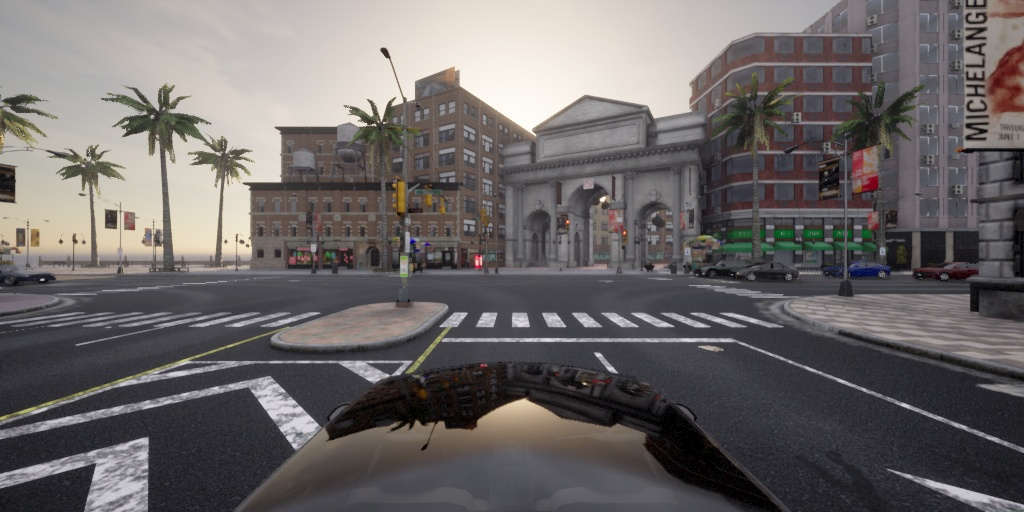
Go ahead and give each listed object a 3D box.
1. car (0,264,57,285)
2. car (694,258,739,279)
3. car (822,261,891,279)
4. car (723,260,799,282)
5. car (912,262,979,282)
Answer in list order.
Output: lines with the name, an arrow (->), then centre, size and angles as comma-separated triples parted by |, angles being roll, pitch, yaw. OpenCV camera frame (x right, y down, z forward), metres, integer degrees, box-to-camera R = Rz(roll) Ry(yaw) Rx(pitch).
car -> -35.828, 1.297, 25.337 | 5.357, 1.411, 2.033 | 0, 0, 0
car -> 18.847, 1.102, 32.114 | 4.553, 1.767, 2.097 | 0, 0, 1
car -> 30.618, 1.228, 31.978 | 5.008, 1.535, 1.882 | 0, 0, 1
car -> 20.012, 1.255, 28.606 | 4.892, 1.490, 1.837 | 0, 0, 0
car -> 34.857, 1.228, 28.399 | 5.008, 1.535, 1.882 | 0, 0, 2
